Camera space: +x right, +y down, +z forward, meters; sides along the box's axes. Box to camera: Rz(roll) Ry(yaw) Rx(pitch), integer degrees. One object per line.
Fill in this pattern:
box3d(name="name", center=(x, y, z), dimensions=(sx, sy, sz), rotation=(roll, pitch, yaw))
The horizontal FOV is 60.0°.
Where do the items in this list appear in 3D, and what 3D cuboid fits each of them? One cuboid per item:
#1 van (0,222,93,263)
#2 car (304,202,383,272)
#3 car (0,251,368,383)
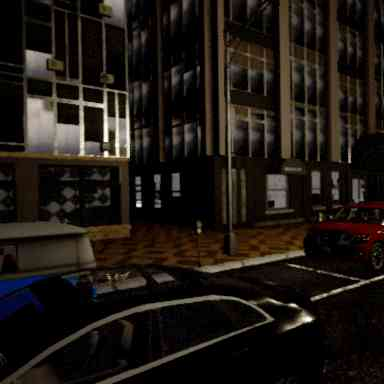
box3d(name="van", center=(-3.249, 1.343, 4.260), dimensions=(3.998, 1.788, 1.690), rotation=(0, -1, -35))
box3d(name="car", center=(5.768, 1.252, 10.681), dimensions=(5.009, 1.841, 2.192), rotation=(0, -1, -35))
box3d(name="car", center=(-0.893, 1.489, 2.741), dimensions=(4.902, 1.511, 2.128), rotation=(0, 0, -35))
